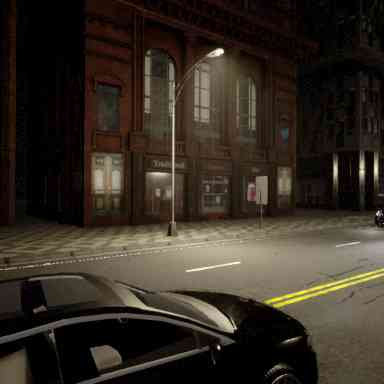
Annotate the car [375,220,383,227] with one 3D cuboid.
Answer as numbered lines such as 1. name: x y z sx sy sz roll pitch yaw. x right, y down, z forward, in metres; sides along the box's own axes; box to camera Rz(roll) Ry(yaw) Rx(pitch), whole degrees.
1. car: 6.931 1.487 8.323 4.902 1.511 2.128 0 0 -35

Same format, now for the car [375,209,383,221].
1. car: 13.722 1.328 21.315 4.553 1.767 2.097 0 0 -35

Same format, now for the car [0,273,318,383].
1. car: -0.947 1.492 2.765 4.902 1.511 2.128 0 0 -35
